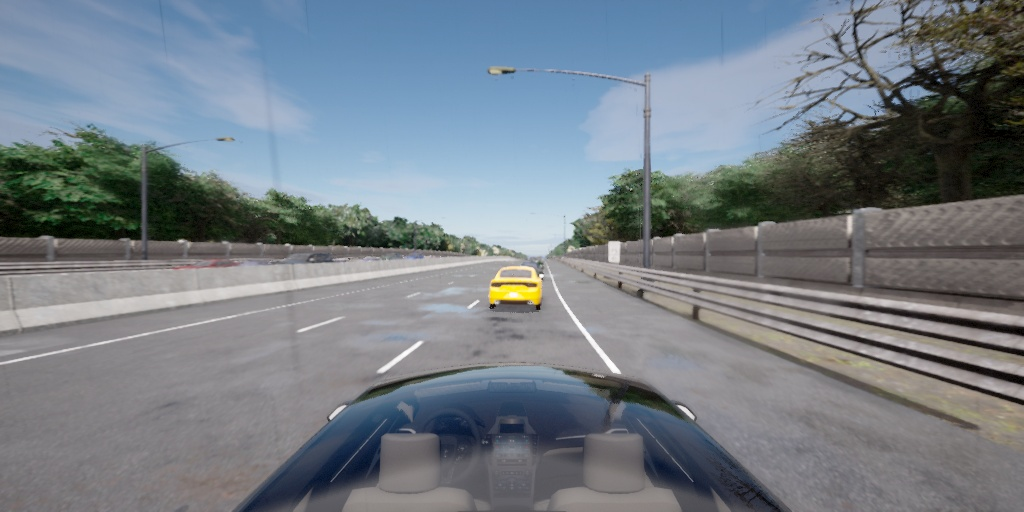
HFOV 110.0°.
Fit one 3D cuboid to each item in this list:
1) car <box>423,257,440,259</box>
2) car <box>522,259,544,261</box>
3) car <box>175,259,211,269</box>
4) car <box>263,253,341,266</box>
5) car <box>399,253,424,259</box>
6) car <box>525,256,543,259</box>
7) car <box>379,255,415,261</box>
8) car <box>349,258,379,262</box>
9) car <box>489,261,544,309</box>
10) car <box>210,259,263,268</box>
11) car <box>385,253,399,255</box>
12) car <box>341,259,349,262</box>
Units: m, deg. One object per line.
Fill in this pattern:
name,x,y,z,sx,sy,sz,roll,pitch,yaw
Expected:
car,-13.252,0.848,62.030,1.812,1.442,4.674,0,1,5
car,1.421,1.159,28.186,1.994,1.385,4.181,0,0,5
car,-23.291,0.997,27.788,1.882,1.535,5.008,0,1,5
car,-16.233,0.763,28.175,2.150,2.045,5.566,0,0,5
car,-16.814,0.530,61.509,2.150,2.045,5.566,0,2,5
car,3.273,0.808,49.772,2.097,1.767,4.553,0,0,5
car,-14.670,0.919,46.038,2.128,1.511,4.902,0,0,5
car,-18.177,0.965,46.052,2.033,1.411,5.357,0,0,5
car,0.257,1.159,14.600,1.882,1.535,5.008,0,0,5
car,-19.784,1.077,27.773,2.033,1.411,5.357,0,0,5
car,-20.400,0.533,60.704,2.150,2.045,5.566,0,0,5
car,-21.774,1.013,45.130,1.895,1.301,4.718,0,0,5
